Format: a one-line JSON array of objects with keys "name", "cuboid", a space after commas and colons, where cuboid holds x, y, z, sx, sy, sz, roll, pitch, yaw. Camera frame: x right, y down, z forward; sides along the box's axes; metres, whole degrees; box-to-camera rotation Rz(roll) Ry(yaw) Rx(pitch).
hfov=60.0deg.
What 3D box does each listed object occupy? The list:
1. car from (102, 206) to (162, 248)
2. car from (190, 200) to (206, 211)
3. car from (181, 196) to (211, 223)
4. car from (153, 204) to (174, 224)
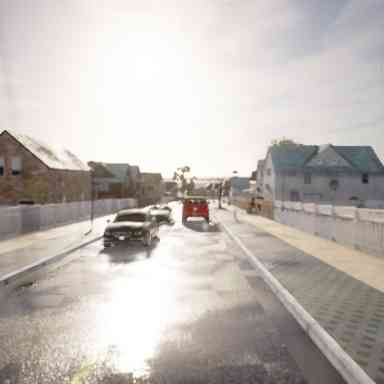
[{"name": "car", "cuboid": [-2.669, 1.569, 15.241, 1.837, 1.490, 4.892, 0, -1, 1]}, {"name": "car", "cuboid": [0.802, 1.811, 44.697, 1.994, 1.385, 4.181, 0, -1, 2]}, {"name": "car", "cuboid": [0.327, 1.357, 27.402, 2.150, 2.045, 5.566, 0, 0, 2]}, {"name": "car", "cuboid": [-2.494, 1.674, 26.565, 2.033, 1.411, 5.357, 0, 0, 1]}]
